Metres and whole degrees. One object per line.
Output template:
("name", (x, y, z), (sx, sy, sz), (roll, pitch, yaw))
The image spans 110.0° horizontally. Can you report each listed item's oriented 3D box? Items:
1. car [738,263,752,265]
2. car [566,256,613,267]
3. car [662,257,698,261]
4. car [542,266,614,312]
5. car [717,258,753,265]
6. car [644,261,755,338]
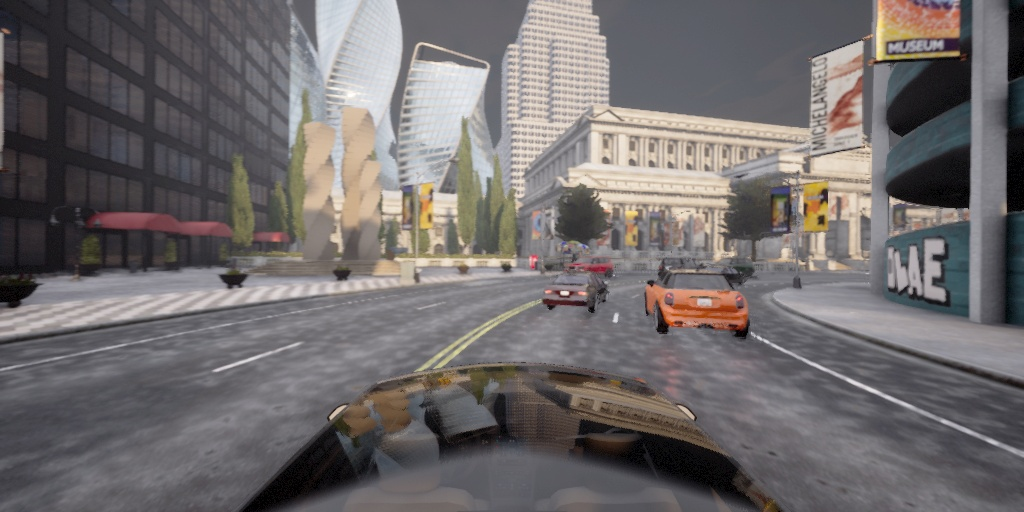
("car", (15.668, 1.472, 26.783), (5.357, 1.411, 2.033), (1, 0, -40))
("car", (7.237, 1.052, 33.330), (5.566, 2.045, 2.150), (0, 0, -42))
("car", (14.579, 1.134, 30.291), (5.566, 2.045, 2.150), (1, 0, -39))
("car", (2.748, 1.329, 14.621), (2.033, 1.411, 5.357), (1, 0, 22))
("car", (23.981, 1.238, 39.499), (5.566, 2.045, 2.150), (1, 0, -18))
("car", (5.260, 1.161, 10.798), (2.097, 1.767, 4.553), (1, 0, 15))
